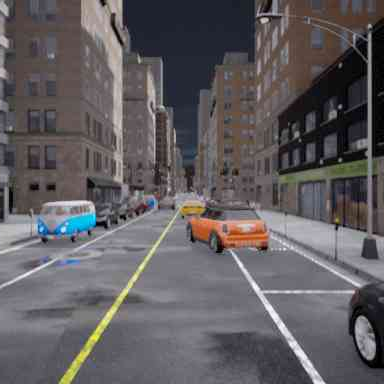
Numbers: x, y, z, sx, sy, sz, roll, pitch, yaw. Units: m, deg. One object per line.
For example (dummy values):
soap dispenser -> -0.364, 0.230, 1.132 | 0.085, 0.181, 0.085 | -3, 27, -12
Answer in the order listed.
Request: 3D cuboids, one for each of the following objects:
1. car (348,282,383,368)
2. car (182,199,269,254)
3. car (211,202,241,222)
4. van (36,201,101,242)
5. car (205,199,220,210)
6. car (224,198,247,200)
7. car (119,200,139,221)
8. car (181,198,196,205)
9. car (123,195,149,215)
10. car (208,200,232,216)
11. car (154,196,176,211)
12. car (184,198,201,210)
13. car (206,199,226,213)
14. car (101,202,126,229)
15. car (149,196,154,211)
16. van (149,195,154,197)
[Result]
car -> 3.145, 1.503, 2.851 | 1.837, 1.490, 4.892 | 0, 0, 0
car -> 1.305, 1.348, 13.844 | 2.097, 1.767, 4.553 | 0, 0, -17
car -> 2.662, 1.543, 27.048 | 2.008, 1.369, 4.403 | 0, 0, 0
van -> -5.860, 1.338, 15.868 | 1.690, 1.788, 3.998 | 0, 0, 0
car -> 2.657, 1.565, 43.803 | 1.802, 1.307, 4.206 | 0, 0, 0
car -> 2.664, 1.309, 21.463 | 2.192, 1.841, 5.009 | 0, 0, 0
car -> -5.864, 1.558, 27.041 | 1.947, 1.339, 4.313 | 0, 0, 0
car -> 0.074, 1.468, 29.879 | 1.882, 1.535, 5.008 | 0, 0, 0
car -> -5.864, 1.304, 32.625 | 2.192, 1.841, 5.009 | 0, 0, 0
car -> 2.660, 1.555, 32.633 | 1.947, 1.339, 4.313 | 0, 0, 0
car -> -3.075, 1.336, 41.135 | 2.097, 1.767, 4.553 | 0, 0, 0
car -> 0.049, 1.531, 43.431 | 2.033, 1.411, 5.357 | 0, 0, 0
car -> 2.659, 1.552, 38.218 | 1.947, 1.339, 4.313 | 0, 0, 0
car -> -5.862, 1.561, 21.454 | 1.947, 1.339, 4.313 | 0, 0, 0
car -> -5.867, 1.531, 38.213 | 1.887, 1.381, 4.507 | 0, 0, 0
van -> -5.868, 1.325, 43.798 | 1.690, 1.788, 3.998 | 0, 0, 0
